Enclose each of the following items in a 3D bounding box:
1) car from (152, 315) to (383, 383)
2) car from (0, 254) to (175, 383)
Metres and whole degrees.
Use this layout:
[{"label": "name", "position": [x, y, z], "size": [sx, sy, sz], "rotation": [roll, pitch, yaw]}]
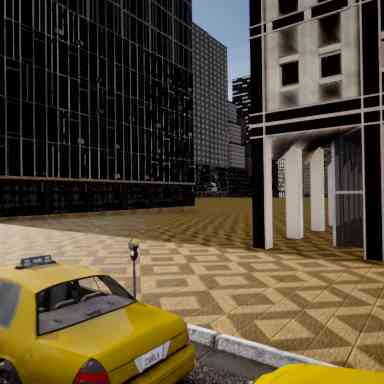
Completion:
[{"label": "car", "position": [2.252, 1.525, 1.287], "size": [4.829, 1.417, 1.752], "rotation": [0, -1, 35]}, {"label": "car", "position": [-2.251, 1.527, 4.484], "size": [4.829, 1.417, 1.752], "rotation": [0, -1, 35]}]
